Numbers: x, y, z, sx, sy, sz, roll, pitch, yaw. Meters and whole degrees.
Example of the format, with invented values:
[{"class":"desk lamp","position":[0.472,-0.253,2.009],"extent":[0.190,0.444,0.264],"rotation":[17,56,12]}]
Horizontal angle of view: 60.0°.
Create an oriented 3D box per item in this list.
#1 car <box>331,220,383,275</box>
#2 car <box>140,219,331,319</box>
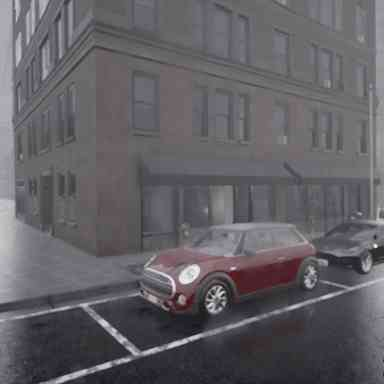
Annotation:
[{"class":"car","position":[5.384,1.571,10.479],"extent":[4.313,1.339,1.947],"rotation":[0,-1,-35]},{"class":"car","position":[0.896,1.442,7.291],"extent":[4.097,1.590,1.967],"rotation":[0,-1,-35]}]
